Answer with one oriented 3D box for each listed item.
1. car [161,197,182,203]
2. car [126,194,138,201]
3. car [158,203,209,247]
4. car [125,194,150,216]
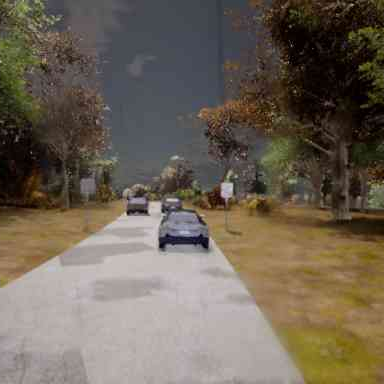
[{"bbox_3d":[-1.904,1.190,30.756,1.812,1.442,4.674,1,0,-7],"label":"car"},{"bbox_3d":[-12.708,1.110,70.088,2.128,1.511,4.902,1,-1,-15],"label":"car"},{"bbox_3d":[-0.395,1.415,14.151,1.994,1.385,4.181,1,1,-3],"label":"car"},{"bbox_3d":[-4.555,1.181,28.357,2.033,1.411,5.357,1,0,-6],"label":"car"}]
